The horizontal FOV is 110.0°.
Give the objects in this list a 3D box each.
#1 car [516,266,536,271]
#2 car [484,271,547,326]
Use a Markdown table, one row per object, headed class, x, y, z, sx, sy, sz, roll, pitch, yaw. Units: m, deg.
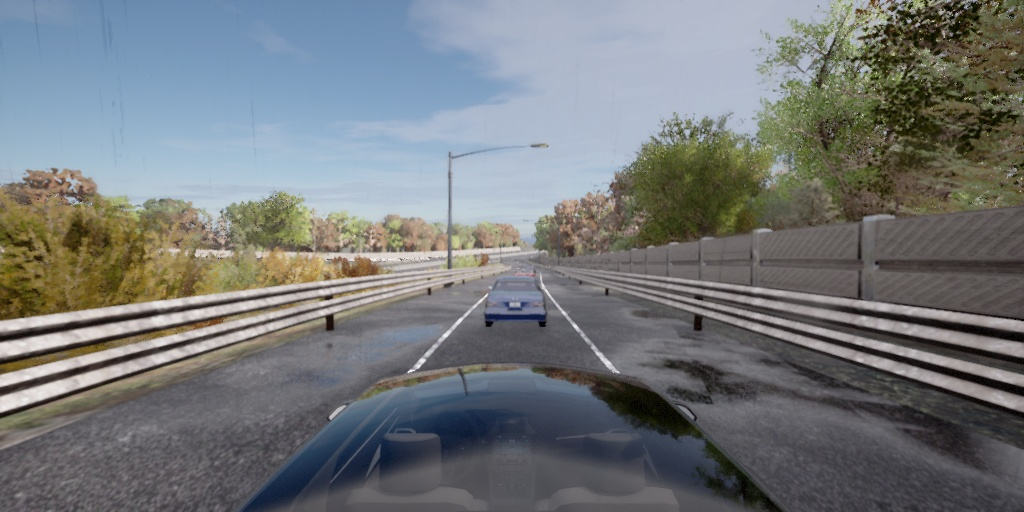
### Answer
| class | x | y | z | sx | sy | sz | roll | pitch | yaw |
| --- | --- | --- | --- | --- | --- | --- | --- | --- | --- |
| car | 1.155 | 1.853 | 32.995 | 1.895 | 1.301 | 4.718 | 0 | -1 | 3 |
| car | 0.143 | 1.359 | 11.898 | 2.033 | 1.411 | 5.357 | 0 | -1 | 1 |
